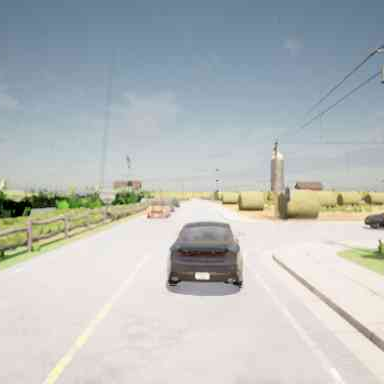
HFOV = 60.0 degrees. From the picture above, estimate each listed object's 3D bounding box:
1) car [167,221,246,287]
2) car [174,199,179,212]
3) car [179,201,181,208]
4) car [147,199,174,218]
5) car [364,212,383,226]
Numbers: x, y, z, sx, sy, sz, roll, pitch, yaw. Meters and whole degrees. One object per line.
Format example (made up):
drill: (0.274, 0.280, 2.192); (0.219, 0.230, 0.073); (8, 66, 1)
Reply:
car: (0.477, 1.597, 9.664); (1.837, 1.490, 4.892); (0, 0, 6)
car: (-3.180, 1.961, 43.989); (2.033, 1.411, 5.357); (0, -1, 1)
car: (-3.015, 2.054, 58.445); (1.837, 1.490, 4.892); (0, 0, 1)
car: (-3.282, 1.668, 33.558); (2.097, 1.767, 4.553); (0, -1, 1)
car: (14.081, 1.753, 22.192); (4.892, 1.490, 1.837); (0, -1, -2)
